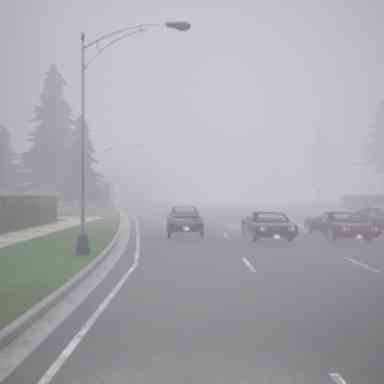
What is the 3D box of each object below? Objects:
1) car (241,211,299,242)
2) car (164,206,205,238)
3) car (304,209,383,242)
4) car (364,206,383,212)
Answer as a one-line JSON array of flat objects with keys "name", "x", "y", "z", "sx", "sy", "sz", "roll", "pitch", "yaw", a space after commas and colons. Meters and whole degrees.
[{"name": "car", "x": 3.600, "y": 1.595, "z": 16.318, "sx": 1.895, "sy": 1.301, "sz": 4.718, "roll": 0, "pitch": 0, "yaw": 0}, {"name": "car", "x": -0.459, "y": 1.485, "z": 17.864, "sx": 2.128, "sy": 1.511, "sz": 4.902, "roll": 0, "pitch": 0, "yaw": -5}, {"name": "car", "x": 7.100, "y": 1.595, "z": 16.318, "sx": 1.895, "sy": 1.301, "sz": 4.718, "roll": 0, "pitch": 0, "yaw": 0}, {"name": "car", "x": 10.586, "y": 1.519, "z": 18.921, "sx": 1.812, "sy": 1.442, "sz": 4.674, "roll": 0, "pitch": 0, "yaw": 0}]
